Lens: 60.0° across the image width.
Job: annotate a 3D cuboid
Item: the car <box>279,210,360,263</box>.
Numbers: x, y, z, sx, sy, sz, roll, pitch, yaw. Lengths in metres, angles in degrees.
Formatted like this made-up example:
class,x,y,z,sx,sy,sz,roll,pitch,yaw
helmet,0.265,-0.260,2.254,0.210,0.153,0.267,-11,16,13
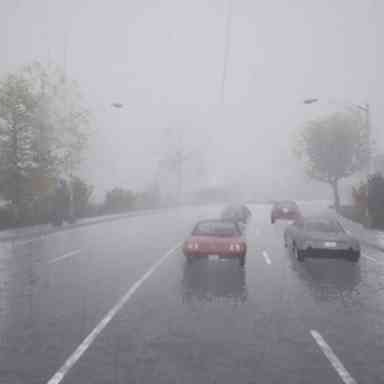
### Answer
class,x,y,z,sx,sy,sz,roll,pitch,yaw
car,4.571,1.586,12.242,1.994,1.385,4.181,0,0,9

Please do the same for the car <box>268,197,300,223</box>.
class,x,y,z,sx,sy,sz,roll,pitch,yaw
car,7.329,1.395,26.017,2.097,1.767,4.553,0,0,16

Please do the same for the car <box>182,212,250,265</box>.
class,x,y,z,sx,sy,sz,roll,pitch,yaw
car,0.956,1.615,11.806,1.895,1.301,4.718,0,0,8

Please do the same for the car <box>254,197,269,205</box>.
class,x,y,z,sx,sy,sz,roll,pitch,yaw
car,13.110,1.574,57.894,2.128,1.511,4.902,0,0,31

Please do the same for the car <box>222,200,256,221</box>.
class,x,y,z,sx,sy,sz,roll,pitch,yaw
car,3.326,1.580,24.785,2.033,1.411,5.357,0,0,15

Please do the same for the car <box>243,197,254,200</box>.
class,x,y,z,sx,sy,sz,roll,pitch,yaw
car,10.336,1.595,60.035,1.812,1.442,4.674,0,0,31
